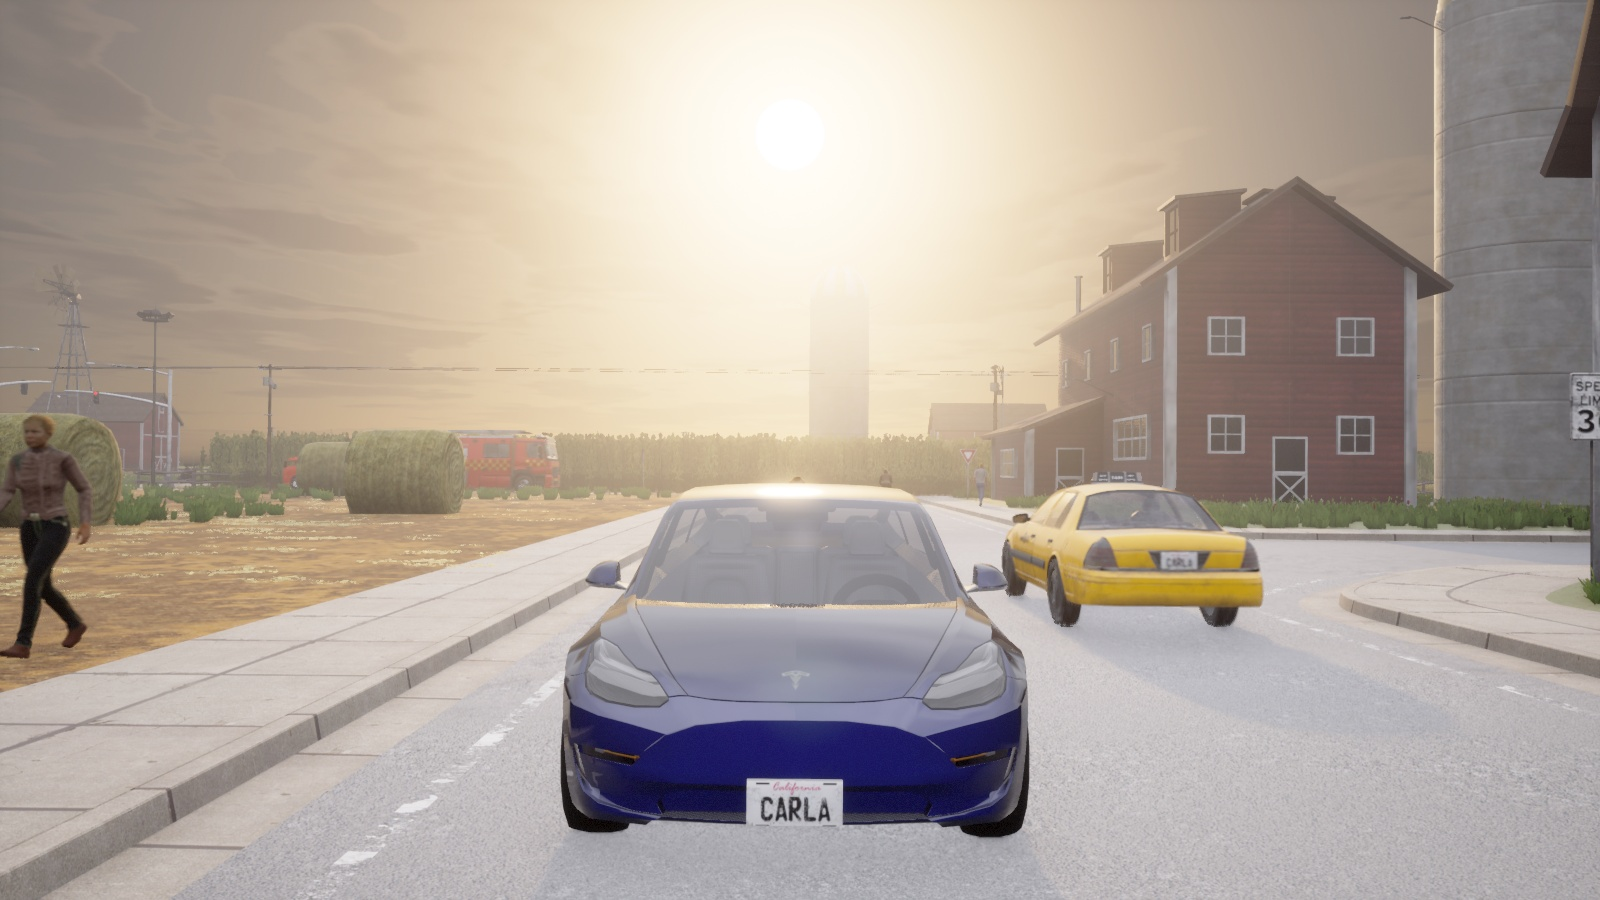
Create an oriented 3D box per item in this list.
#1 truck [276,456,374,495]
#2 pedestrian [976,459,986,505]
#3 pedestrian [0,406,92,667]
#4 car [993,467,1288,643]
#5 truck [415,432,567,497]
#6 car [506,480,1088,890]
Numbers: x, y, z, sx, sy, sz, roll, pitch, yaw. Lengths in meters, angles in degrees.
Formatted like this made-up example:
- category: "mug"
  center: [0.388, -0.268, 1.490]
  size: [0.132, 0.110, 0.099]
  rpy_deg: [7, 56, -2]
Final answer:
- category: "truck"
  center: [-30.107, 1.618, 79.763]
  size: [5.204, 2.467, 2.627]
  rpy_deg: [0, -1, 1]
- category: "pedestrian"
  center: [7.386, 1.302, 51.240]
  size: [0.354, 1.836, 0.706]
  rpy_deg: [0, -1, 14]
- category: "pedestrian"
  center: [-5.563, 0.615, 9.203]
  size: [0.331, 1.846, 0.634]
  rpy_deg: [0, -1, 6]
- category: "car"
  center: [3.469, 0.981, 13.943]
  size: [1.801, 1.575, 5.366]
  rpy_deg: [0, -1, 0]
- category: "truck"
  center: [-18.645, 0.887, 76.129]
  size: [8.468, 3.827, 2.891]
  rpy_deg: [0, -1, 1]
- category: "car"
  center: [-0.013, 0.931, 7.078]
  size: [2.163, 1.488, 4.792]
  rpy_deg: [0, -1, 0]
